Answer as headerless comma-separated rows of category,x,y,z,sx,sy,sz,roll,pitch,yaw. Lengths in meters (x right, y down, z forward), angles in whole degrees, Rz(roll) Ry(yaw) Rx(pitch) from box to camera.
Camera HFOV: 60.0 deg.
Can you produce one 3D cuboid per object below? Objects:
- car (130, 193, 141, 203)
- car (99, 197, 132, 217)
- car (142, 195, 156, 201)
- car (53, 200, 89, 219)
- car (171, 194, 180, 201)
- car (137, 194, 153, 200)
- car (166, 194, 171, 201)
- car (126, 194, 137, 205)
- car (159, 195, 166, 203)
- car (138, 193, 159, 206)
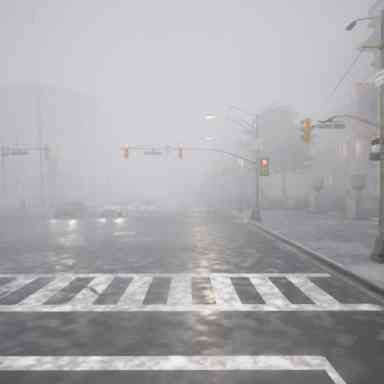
car,-10.669,1.216,68.565,2.150,2.045,5.566,0,0,0
car,-7.139,1.521,31.015,1.812,1.442,4.674,0,0,0
car,-10.960,1.463,84.452,1.882,1.535,5.008,0,0,-25
car,-10.648,1.501,29.617,1.837,1.490,4.892,0,0,0
car,-5.062,1.344,88.302,2.097,1.767,4.553,0,0,-29
car,-13.276,1.415,94.429,1.882,1.535,5.008,0,0,-43
car,-7.713,1.584,85.813,1.895,1.301,4.718,0,0,-25
car,-10.683,1.471,54.243,1.882,1.535,5.008,0,0,0
car,-7.204,1.469,69.676,1.882,1.535,5.008,0,0,0
car,-7.187,1.471,55.350,1.882,1.535,5.008,0,0,0
